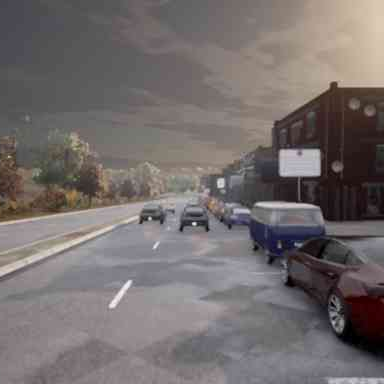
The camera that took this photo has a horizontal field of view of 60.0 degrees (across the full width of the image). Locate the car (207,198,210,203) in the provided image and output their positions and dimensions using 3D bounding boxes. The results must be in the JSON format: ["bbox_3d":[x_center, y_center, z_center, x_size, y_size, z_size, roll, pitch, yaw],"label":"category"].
[{"bbox_3d":[3.310,1.827,39.918,2.231,1.521,4.892,0,0,0],"label":"car"}]

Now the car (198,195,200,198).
[{"bbox_3d":[3.431,2.297,95.233,1.946,1.575,5.366,0,0,0],"label":"car"}]

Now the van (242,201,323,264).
[{"bbox_3d":[3.248,1.363,12.292,1.878,1.987,4.442,0,0,0],"label":"van"}]

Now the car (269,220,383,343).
[{"bbox_3d":[3.237,1.570,6.679,2.163,1.488,4.792,0,0,0],"label":"car"}]

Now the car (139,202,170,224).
[{"bbox_3d":[-3.091,1.735,26.903,1.837,1.490,4.892,0,-1,0],"label":"car"}]

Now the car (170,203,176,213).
[{"bbox_3d":[-3.061,1.961,41.995,1.895,1.301,4.718,0,0,0],"label":"car"}]

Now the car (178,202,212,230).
[{"bbox_3d":[0.147,1.699,22.538,1.837,1.490,4.892,0,-1,0],"label":"car"}]

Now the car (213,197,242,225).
[{"bbox_3d":[3.284,1.605,28.843,2.185,1.767,4.553,0,0,0],"label":"car"}]

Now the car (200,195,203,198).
[{"bbox_3d":[3.371,1.937,67.518,2.185,1.767,4.553,0,0,0],"label":"car"}]

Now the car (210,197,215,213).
[{"bbox_3d":[3.297,1.652,34.369,2.185,1.767,4.553,0,-1,0],"label":"car"}]

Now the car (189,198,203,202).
[{"bbox_3d":[0.185,1.895,42.932,1.812,1.442,4.674,0,0,0],"label":"car"}]

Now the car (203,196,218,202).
[{"bbox_3d":[3.334,1.668,50.879,2.435,2.045,5.566,0,0,0],"label":"car"}]

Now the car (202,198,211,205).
[{"bbox_3d":[3.395,2.197,78.470,2.002,1.452,4.674,0,0,0],"label":"car"}]
